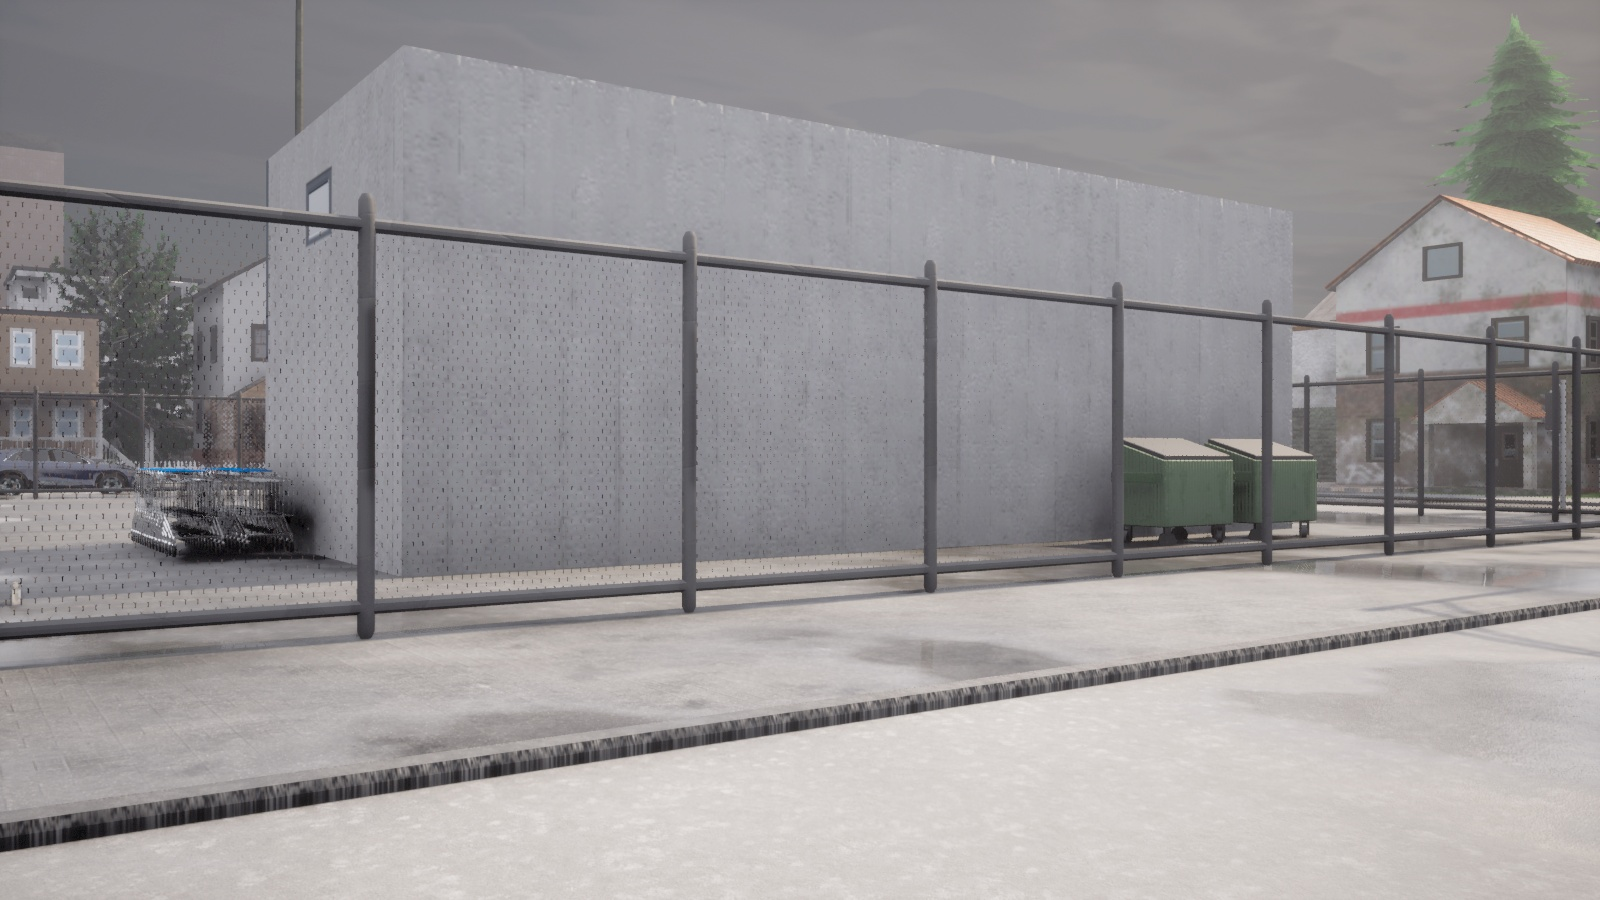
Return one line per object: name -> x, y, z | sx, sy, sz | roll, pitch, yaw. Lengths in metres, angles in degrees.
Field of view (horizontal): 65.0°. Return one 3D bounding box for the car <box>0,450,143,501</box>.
car -> -24.908, 0.831, 42.177 | 4.856, 1.649, 2.033 | 0, 0, -34
